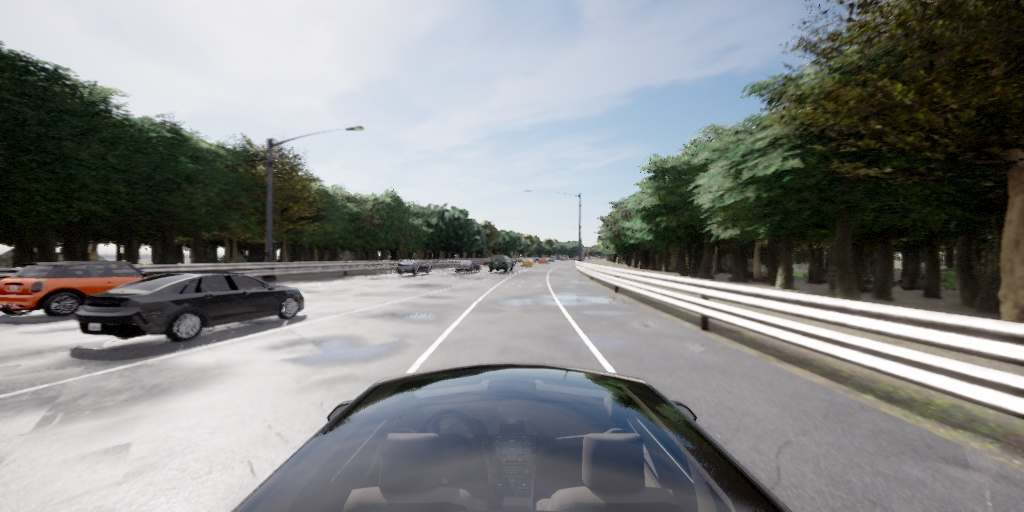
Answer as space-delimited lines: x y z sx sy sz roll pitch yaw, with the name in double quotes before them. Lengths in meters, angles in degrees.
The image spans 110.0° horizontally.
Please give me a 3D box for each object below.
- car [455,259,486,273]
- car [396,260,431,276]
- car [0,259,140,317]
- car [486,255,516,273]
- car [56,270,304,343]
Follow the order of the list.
"car" -5.118 1.257 42.544 2.033 1.411 5.357 0 0 11
"car" -9.856 1.172 36.326 2.128 1.511 4.902 0 0 11
"car" -14.338 0.975 12.706 2.097 1.767 4.553 0 0 11
"car" -1.295 0.955 43.908 2.150 2.045 5.566 0 0 11
"car" -7.822 1.167 9.496 1.837 1.490 4.892 0 0 11
